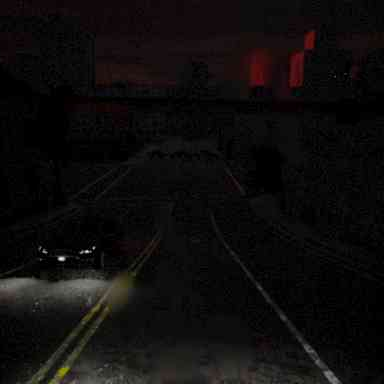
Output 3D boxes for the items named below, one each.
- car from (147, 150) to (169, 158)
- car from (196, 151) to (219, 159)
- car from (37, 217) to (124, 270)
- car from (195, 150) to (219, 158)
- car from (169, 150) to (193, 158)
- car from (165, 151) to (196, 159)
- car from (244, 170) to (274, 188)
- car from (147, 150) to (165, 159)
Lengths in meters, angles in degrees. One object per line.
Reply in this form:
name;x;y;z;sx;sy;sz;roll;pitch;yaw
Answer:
car;-6.955;-7.813;67.931;4.536;1.218;1.853;13;17;42
car;3.056;-7.656;68.708;4.974;1.542;2.038;8;14;28
car;-3.639;1.667;11.692;1.837;1.490;4.892;1;-1;0
car;3.013;-7.816;68.698;4.536;1.218;1.853;8;14;28
car;-2.268;-7.736;67.936;4.536;1.218;1.853;-8;15;-35
car;-2.313;-7.576;67.939;4.974;1.542;2.038;-8;15;-35
car;9.265;-1.659;40.835;5.566;2.045;2.150;-1;12;-7
car;-6.920;-7.651;67.930;4.974;1.542;2.038;13;17;42
